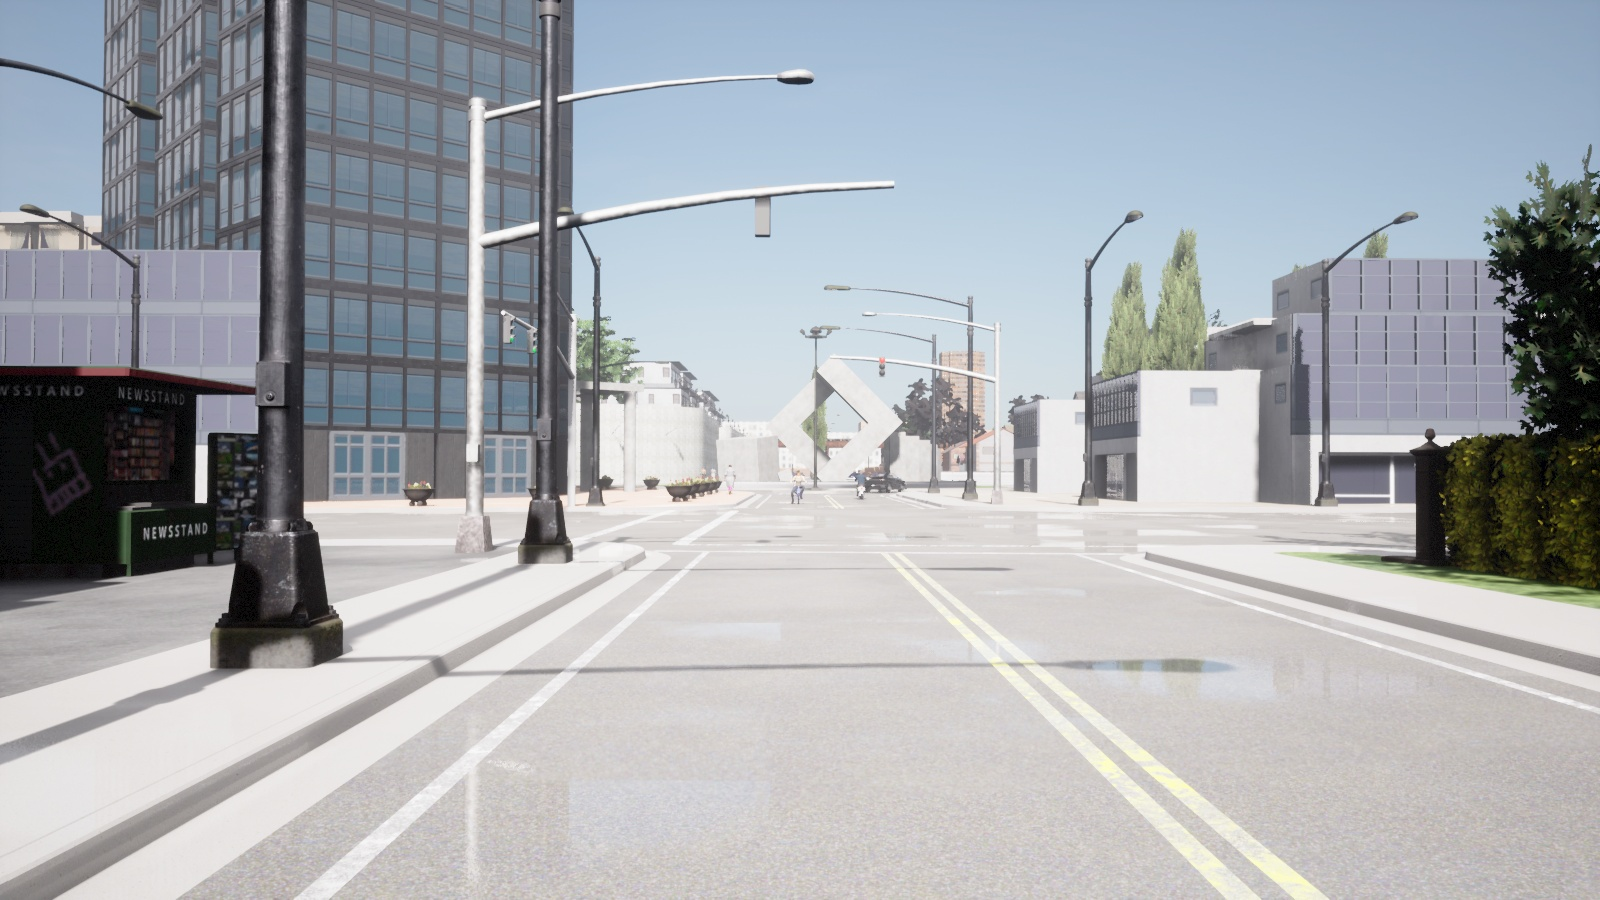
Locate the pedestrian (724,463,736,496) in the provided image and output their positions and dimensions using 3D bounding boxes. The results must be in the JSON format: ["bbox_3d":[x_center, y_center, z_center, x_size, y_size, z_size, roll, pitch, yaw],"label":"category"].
[{"bbox_3d":[-4.159,1.750,74.788,0.659,1.952,0.873,0,-1,-1],"label":"pedestrian"}]

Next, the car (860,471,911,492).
[{"bbox_3d":[6.268,2.285,91.793,2.128,1.511,4.902,-1,-1,24],"label":"car"}]
